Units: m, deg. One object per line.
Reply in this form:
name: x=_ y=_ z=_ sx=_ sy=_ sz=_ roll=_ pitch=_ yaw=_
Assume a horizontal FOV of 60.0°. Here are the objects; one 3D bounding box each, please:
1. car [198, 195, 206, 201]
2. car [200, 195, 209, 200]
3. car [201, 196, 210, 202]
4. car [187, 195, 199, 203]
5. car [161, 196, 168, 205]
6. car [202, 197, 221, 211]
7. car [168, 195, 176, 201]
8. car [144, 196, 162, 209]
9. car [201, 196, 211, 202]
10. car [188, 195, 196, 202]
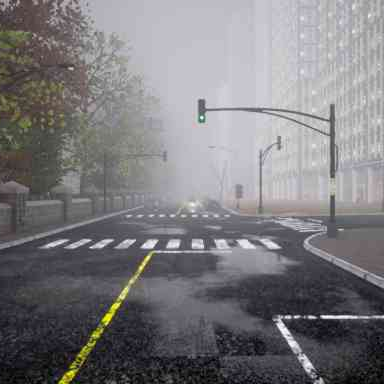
car: x=2.658 y=1.661 z=92.165 sx=2.008 sy=1.369 sz=4.403 roll=0 pitch=0 yaw=0
car: x=2.672 y=1.608 z=52.740 sx=1.947 sy=1.339 sz=4.313 roll=0 pitch=0 yaw=0
car: x=3.122 y=1.605 z=76.786 sx=1.812 sy=1.442 sz=4.674 roll=0 pitch=0 yaw=0
car: x=0.020 y=1.580 z=70.994 sx=2.128 sy=1.511 sz=4.902 roll=0 pitch=0 yaw=0
car: x=-5.710 y=1.490 z=58.369 sx=1.967 sy=1.590 sz=4.097 roll=0 pitch=0 yaw=0
car: x=2.676 y=1.595 z=41.474 sx=1.947 sy=1.339 sz=4.313 roll=0 pitch=0 yaw=0
car: x=-5.720 y=1.643 z=86.530 sx=1.887 sy=1.381 sz=4.507 roll=0 pitch=0 yaw=0
car: x=-5.706 y=1.617 z=47.104 sx=1.802 sy=1.307 sz=4.206 roll=0 pitch=0 yaw=0
car: x=2.674 y=1.601 z=47.107 sx=1.947 sy=1.339 sz=4.313 roll=0 pitch=0 yaw=0
car: x=-0.030 y=1.586 z=80.011 sx=1.837 sy=1.490 sz=4.892 roll=0 pitch=0 yaw=0
